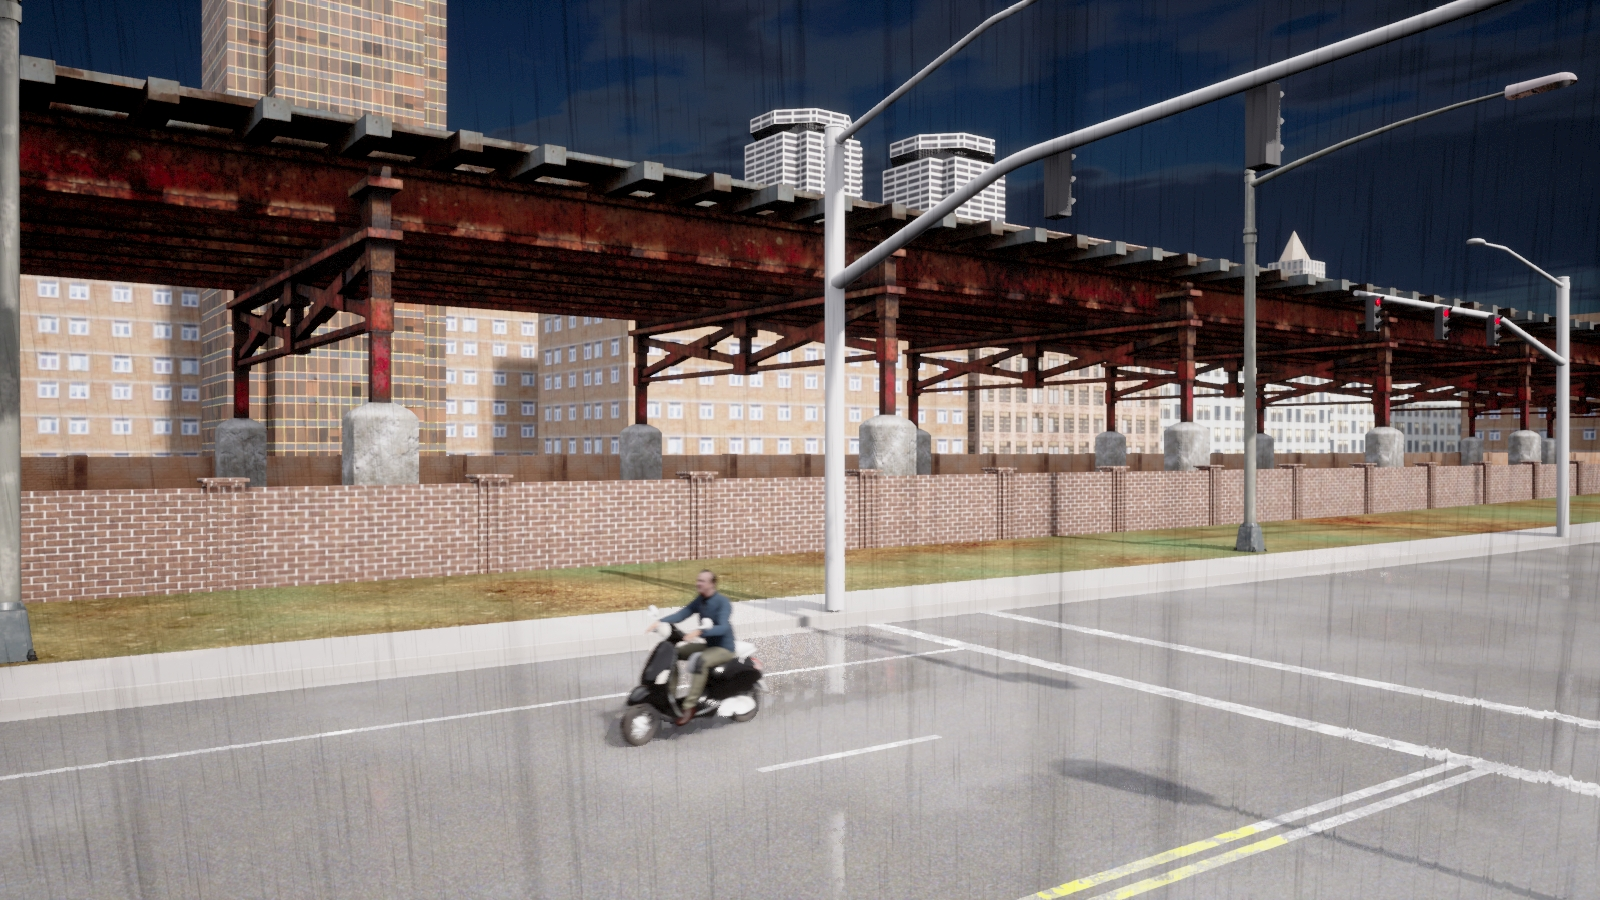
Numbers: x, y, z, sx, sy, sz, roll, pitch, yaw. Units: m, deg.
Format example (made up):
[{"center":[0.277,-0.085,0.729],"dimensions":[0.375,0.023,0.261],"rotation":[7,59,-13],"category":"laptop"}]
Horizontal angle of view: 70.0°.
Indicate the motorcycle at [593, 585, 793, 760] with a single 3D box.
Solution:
[{"center":[-1.033,2.129,11.307],"dimensions":[1.805,1.341,0.856],"rotation":[0,2,-44],"category":"motorcycle"}]
